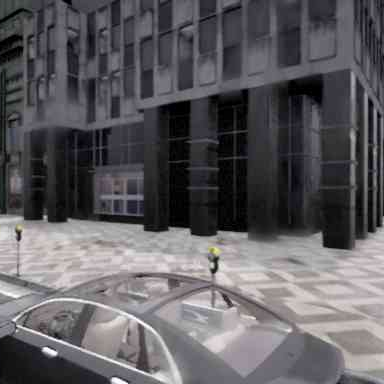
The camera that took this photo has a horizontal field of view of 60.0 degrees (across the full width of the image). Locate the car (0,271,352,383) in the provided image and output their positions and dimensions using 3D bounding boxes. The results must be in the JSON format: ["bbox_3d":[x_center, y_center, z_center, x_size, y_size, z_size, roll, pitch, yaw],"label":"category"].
[{"bbox_3d":[-0.739,1.554,3.486,4.403,1.369,2.008,0,0,35],"label":"car"}]
